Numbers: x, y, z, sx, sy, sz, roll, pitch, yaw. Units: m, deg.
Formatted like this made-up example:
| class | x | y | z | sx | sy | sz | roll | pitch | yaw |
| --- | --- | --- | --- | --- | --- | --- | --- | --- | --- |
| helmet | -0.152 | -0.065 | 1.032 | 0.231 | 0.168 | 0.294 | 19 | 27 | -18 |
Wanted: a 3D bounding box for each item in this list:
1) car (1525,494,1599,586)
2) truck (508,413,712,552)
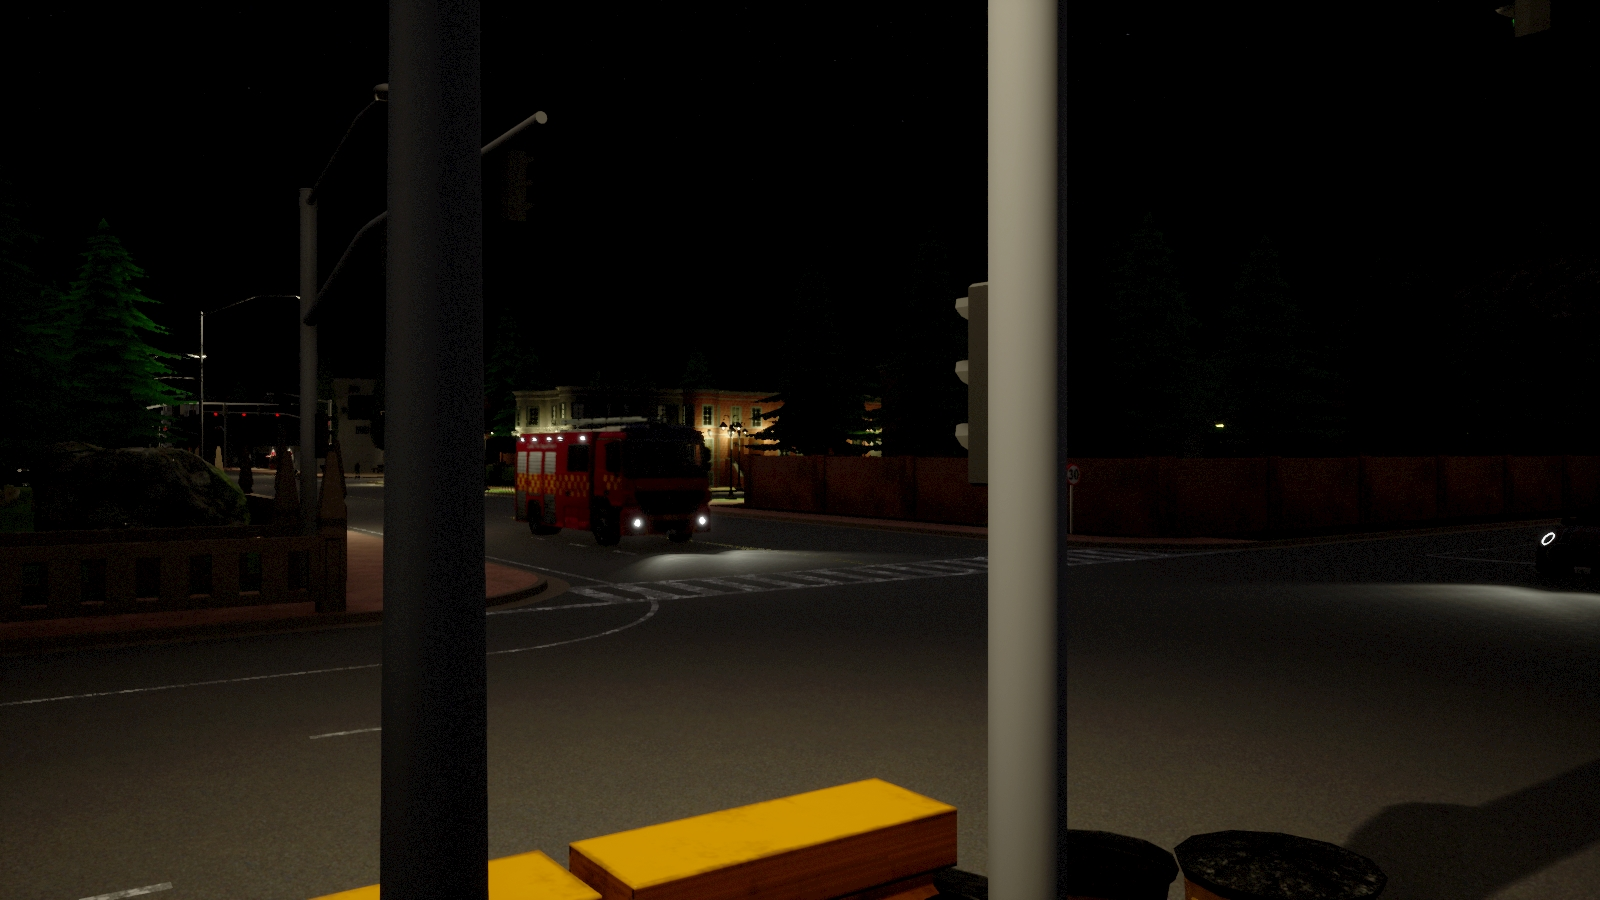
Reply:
| class | x | y | z | sx | sy | sz | roll | pitch | yaw |
| --- | --- | --- | --- | --- | --- | --- | --- | --- | --- |
| car | 18.010 | 1.906 | 24.946 | 4.553 | 1.767 | 2.097 | 0 | 0 | -35 |
| truck | -6.174 | 0.890 | 35.759 | 2.891 | 3.827 | 8.468 | 0 | 0 | -35 |
